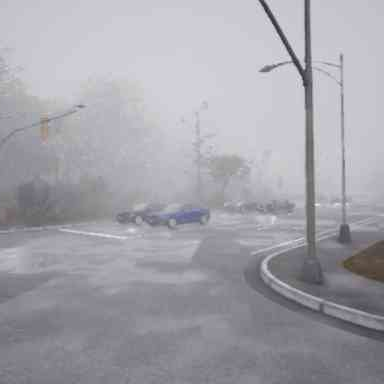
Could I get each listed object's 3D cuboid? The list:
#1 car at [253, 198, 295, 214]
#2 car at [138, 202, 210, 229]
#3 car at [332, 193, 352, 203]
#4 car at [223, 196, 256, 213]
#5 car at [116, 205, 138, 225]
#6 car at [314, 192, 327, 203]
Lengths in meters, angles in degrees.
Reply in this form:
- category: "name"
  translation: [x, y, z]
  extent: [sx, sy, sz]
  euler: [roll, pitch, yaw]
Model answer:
- category: "car"
  translation: [8.208, 1.399, 32.448]
  extent: [1.895, 1.301, 4.718]
  euler: [-1, 0, 41]
- category: "car"
  translation: [-0.833, 1.463, 21.998]
  extent: [1.882, 1.535, 5.008]
  euler: [-1, 0, 41]
- category: "car"
  translation: [21.679, 0.866, 48.001]
  extent: [1.994, 1.385, 4.181]
  euler: [-1, 1, 39]
- category: "car"
  translation: [5.177, 1.202, 34.297]
  extent: [2.097, 1.767, 4.553]
  euler: [-1, 0, 41]
- category: "car"
  translation: [-3.283, 1.501, 24.521]
  extent: [1.882, 1.535, 5.008]
  euler: [-1, 0, 41]
- category: "car"
  translation: [18.854, 0.860, 50.082]
  extent: [1.837, 1.490, 4.892]
  euler: [-1, 1, 39]
